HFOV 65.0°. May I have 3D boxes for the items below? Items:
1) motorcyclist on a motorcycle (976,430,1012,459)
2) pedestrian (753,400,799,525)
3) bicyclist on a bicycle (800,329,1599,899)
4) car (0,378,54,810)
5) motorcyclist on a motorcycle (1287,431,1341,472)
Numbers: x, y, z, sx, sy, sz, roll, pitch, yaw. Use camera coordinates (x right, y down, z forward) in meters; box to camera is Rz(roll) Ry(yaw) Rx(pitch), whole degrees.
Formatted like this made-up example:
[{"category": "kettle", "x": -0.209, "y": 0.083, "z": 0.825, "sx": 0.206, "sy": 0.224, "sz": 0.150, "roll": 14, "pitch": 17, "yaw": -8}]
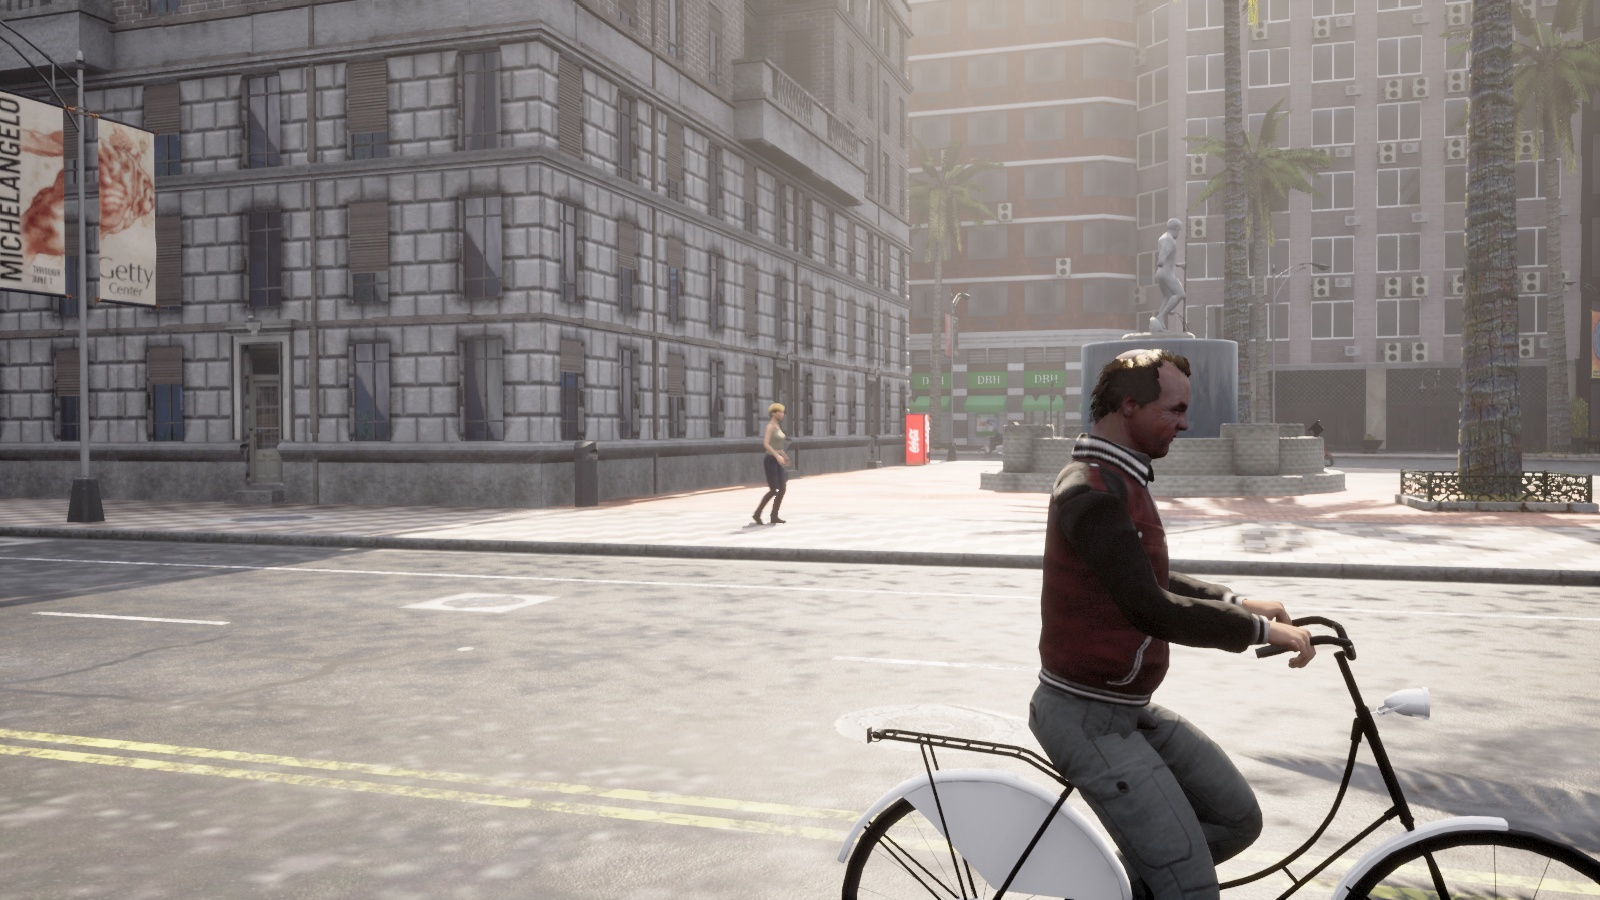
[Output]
[{"category": "motorcyclist on a motorcycle", "x": 10.957, "y": -0.315, "z": 70.938, "sx": 1.817, "sy": 1.590, "sz": 0.866, "roll": 1, "pitch": 1, "yaw": 26}, {"category": "pedestrian", "x": -0.359, "y": 0.182, "z": 18.749, "sx": 0.594, "sy": 1.836, "sz": 0.345, "roll": 1, "pitch": 1, "yaw": 24}, {"category": "bicyclist on a bicycle", "x": 0.978, "y": 0.655, "z": 2.875, "sx": 1.843, "sy": 1.776, "sz": 0.659, "roll": 0, "pitch": 1, "yaw": 19}, {"category": "car", "x": -5.684, "y": 0.582, "z": 5.087, "sx": 4.553, "sy": 1.767, "sz": 2.097, "roll": 1, "pitch": 1, "yaw": 18}, {"category": "motorcyclist on a motorcycle", "x": 20.569, "y": 0.052, "z": 50.277, "sx": 0.866, "sy": 1.590, "sz": 1.817, "roll": -1, "pitch": 2, "yaw": -40}]
